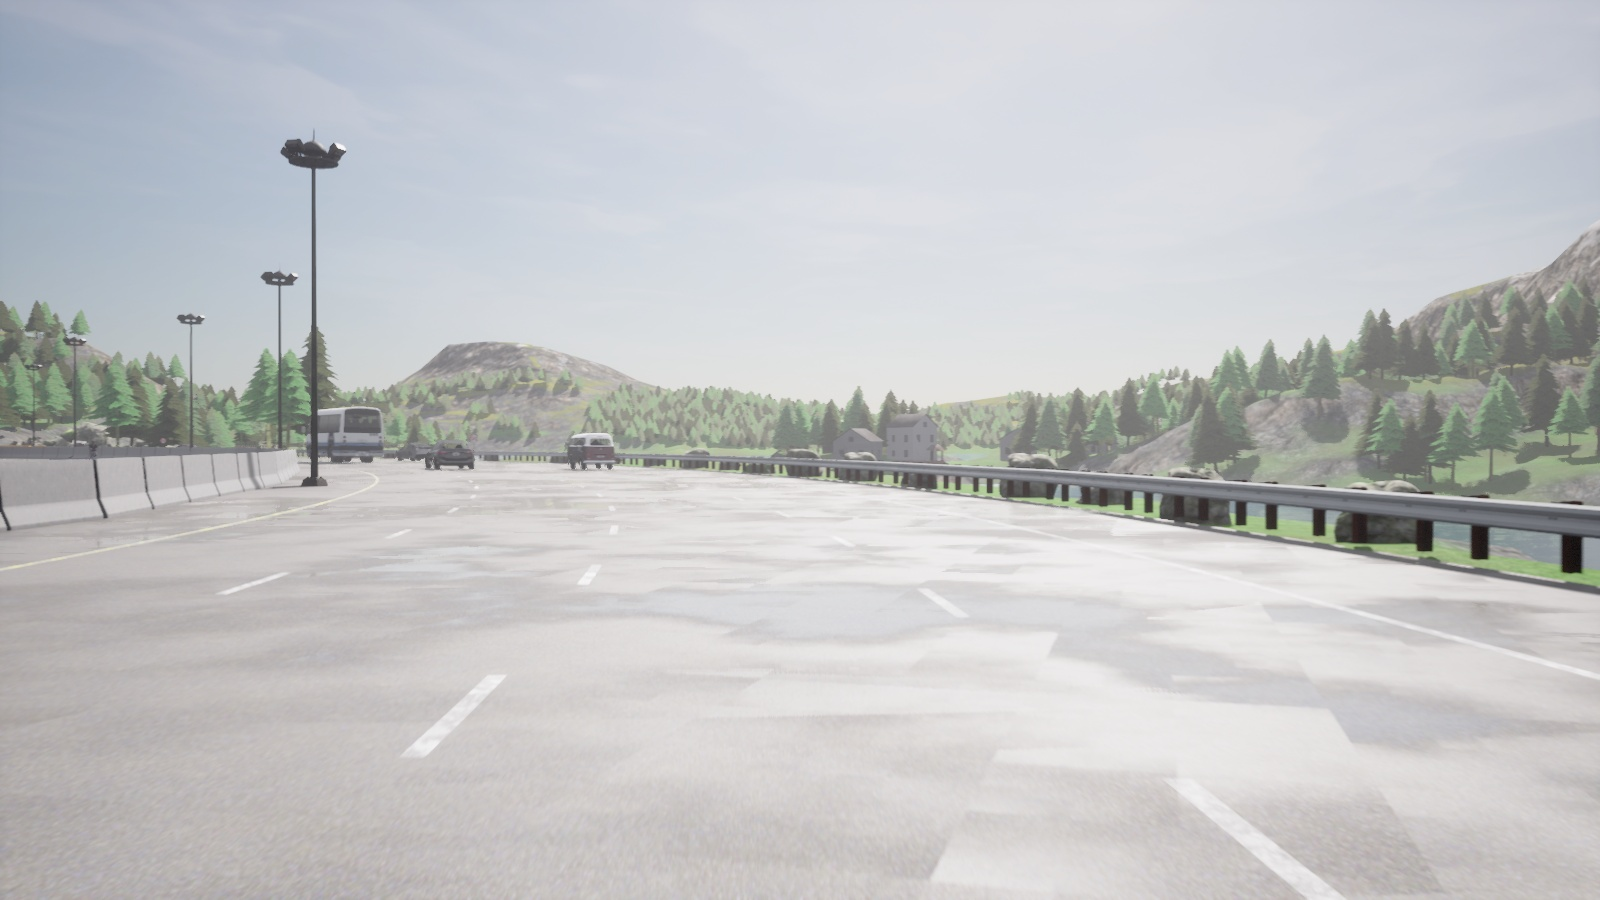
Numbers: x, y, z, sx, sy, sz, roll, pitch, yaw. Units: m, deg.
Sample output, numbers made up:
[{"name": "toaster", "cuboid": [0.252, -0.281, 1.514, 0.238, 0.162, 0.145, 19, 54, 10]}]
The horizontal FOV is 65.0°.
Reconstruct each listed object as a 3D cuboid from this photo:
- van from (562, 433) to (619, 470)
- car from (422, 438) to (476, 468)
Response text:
[{"name": "van", "cuboid": [-11.914, 0.064, 71.200, 2.069, 2.038, 4.480, 0, 0, -24]}, {"name": "car", "cuboid": [-20.375, 0.172, 72.823, 2.242, 1.667, 4.611, 0, 0, -26]}]
